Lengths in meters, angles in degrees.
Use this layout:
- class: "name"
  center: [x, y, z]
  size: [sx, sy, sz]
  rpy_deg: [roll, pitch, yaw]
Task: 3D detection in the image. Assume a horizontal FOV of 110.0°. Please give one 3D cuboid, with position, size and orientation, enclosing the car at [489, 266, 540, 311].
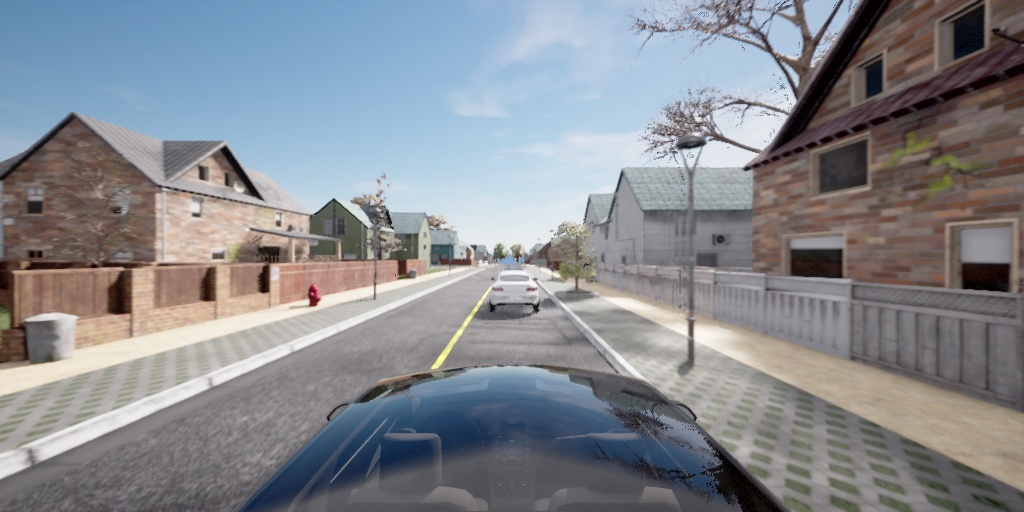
- class: "car"
  center: [0.089, 1.296, 14.486]
  size: [1.812, 1.442, 4.674]
  rpy_deg: [0, 0, 0]

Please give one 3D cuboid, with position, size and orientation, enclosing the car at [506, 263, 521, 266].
- class: "car"
  center: [0.106, 1.372, 32.548]
  size: [2.033, 1.411, 5.357]
  rpy_deg: [0, 0, 0]
